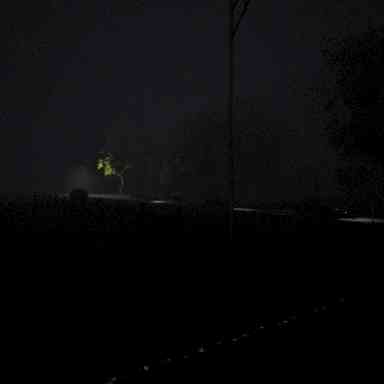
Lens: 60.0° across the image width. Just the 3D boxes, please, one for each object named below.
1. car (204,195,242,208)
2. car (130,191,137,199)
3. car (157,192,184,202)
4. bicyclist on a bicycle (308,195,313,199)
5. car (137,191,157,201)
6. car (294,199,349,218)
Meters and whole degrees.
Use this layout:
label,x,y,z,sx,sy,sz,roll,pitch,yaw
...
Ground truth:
label,x,y,z,sx,sy,sz,roll,pitch,yaw
car,3.502,1.105,38.963,2.033,1.411,5.357,0,1,-33
car,-10.712,0.553,66.062,2.128,1.511,4.902,0,1,-33
car,-3.259,0.760,54.693,1.882,1.535,5.008,0,1,-33
bicyclist on a bicycle,12.758,1.125,35.730,1.656,1.620,0.582,0,1,-33
car,-6.973,0.814,55.115,1.994,1.385,4.181,0,1,-33
car,10.740,1.290,27.895,1.812,1.442,4.674,0,1,-33
